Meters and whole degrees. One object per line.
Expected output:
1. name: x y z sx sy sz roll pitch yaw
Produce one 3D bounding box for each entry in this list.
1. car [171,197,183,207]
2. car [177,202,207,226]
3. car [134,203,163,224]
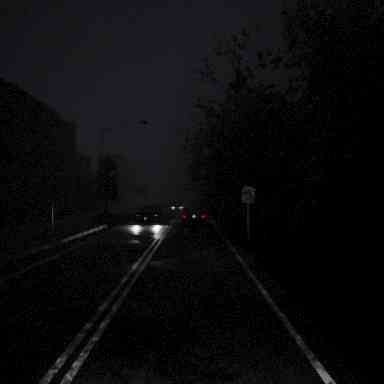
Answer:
1. car: -3.028 1.981 68.225 2.150 2.045 5.566 0 -1 0
2. car: 0.140 1.693 24.570 2.033 1.411 5.357 0 -1 0
3. car: -3.303 1.668 26.032 1.837 1.490 4.892 0 -1 0
